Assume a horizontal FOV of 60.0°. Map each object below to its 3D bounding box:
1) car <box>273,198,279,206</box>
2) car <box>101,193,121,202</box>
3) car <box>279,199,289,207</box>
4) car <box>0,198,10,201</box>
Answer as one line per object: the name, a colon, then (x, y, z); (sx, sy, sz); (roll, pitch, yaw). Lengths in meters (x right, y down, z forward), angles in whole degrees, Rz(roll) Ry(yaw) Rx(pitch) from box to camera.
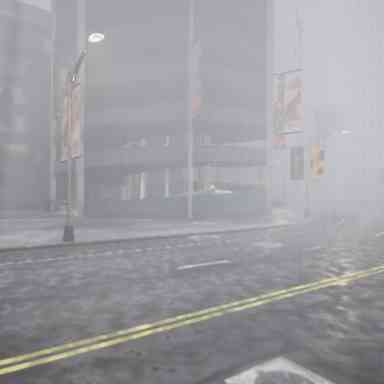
car: (12.996, 1.793, 60.938); (2.097, 1.767, 4.553); (1, 0, -31)
car: (-15.820, 1.271, 64.680); (2.435, 2.045, 5.566); (1, 0, -36)
car: (16.061, 1.970, 62.611); (2.128, 1.511, 4.902); (1, -1, -31)
car: (-30.378, 1.529, 53.231); (1.895, 1.301, 4.718); (1, 0, -36)
